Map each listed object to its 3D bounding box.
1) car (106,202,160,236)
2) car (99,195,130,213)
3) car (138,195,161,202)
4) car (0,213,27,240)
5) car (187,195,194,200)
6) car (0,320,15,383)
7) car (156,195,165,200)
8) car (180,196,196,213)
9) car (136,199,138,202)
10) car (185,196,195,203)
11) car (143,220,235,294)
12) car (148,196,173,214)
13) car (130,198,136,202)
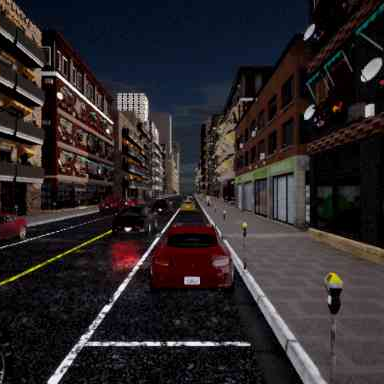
[{"bbox_3d":[-3.044,1.505,18.235,1.837,1.490,4.892,0,0,0],"label":"car"},{"bbox_3d":[-8.833,1.314,37.157,2.192,1.841,5.009,0,0,0],"label":"car"},{"bbox_3d":[-6.146,1.416,48.644,2.097,1.767,4.553,0,0,0],"label":"car"},{"bbox_3d":[-8.835,1.583,14.612,1.802,1.307,4.206,0,0,0],"label":"car"},{"bbox_3d":[-0.452,1.513,93.685,1.752,1.417,4.829,0,0,0],"label":"car"},{"bbox_3d":[-3.045,1.564,2.159,1.994,1.385,4.181,0,0,0],"label":"car"},{"bbox_3d":[-8.834,1.539,93.519,2.008,1.369,4.403,0,0,0],"label":"car"},{"bbox_3d":[-0.454,1.525,37.323,1.752,1.417,4.829,0,0,0],"label":"car"},{"bbox_3d":[-8.834,1.543,48.430,1.887,1.381,4.507,0,0,0],"label":"car"},{"bbox_3d":[-0.453,1.545,70.970,2.008,1.369,4.403,0,0,0],"label":"car"},{"bbox_3d":[0.004,1.526,8.649,1.812,1.442,4.674,0,0,0],"label":"car"},{"bbox_3d":[-3.145,1.505,35.179,1.837,1.490,4.892,0,0,0],"label":"car"},{"bbox_3d":[-8.834,1.439,42.793,1.967,1.590,4.097,0,0,0],"label":"car"}]
